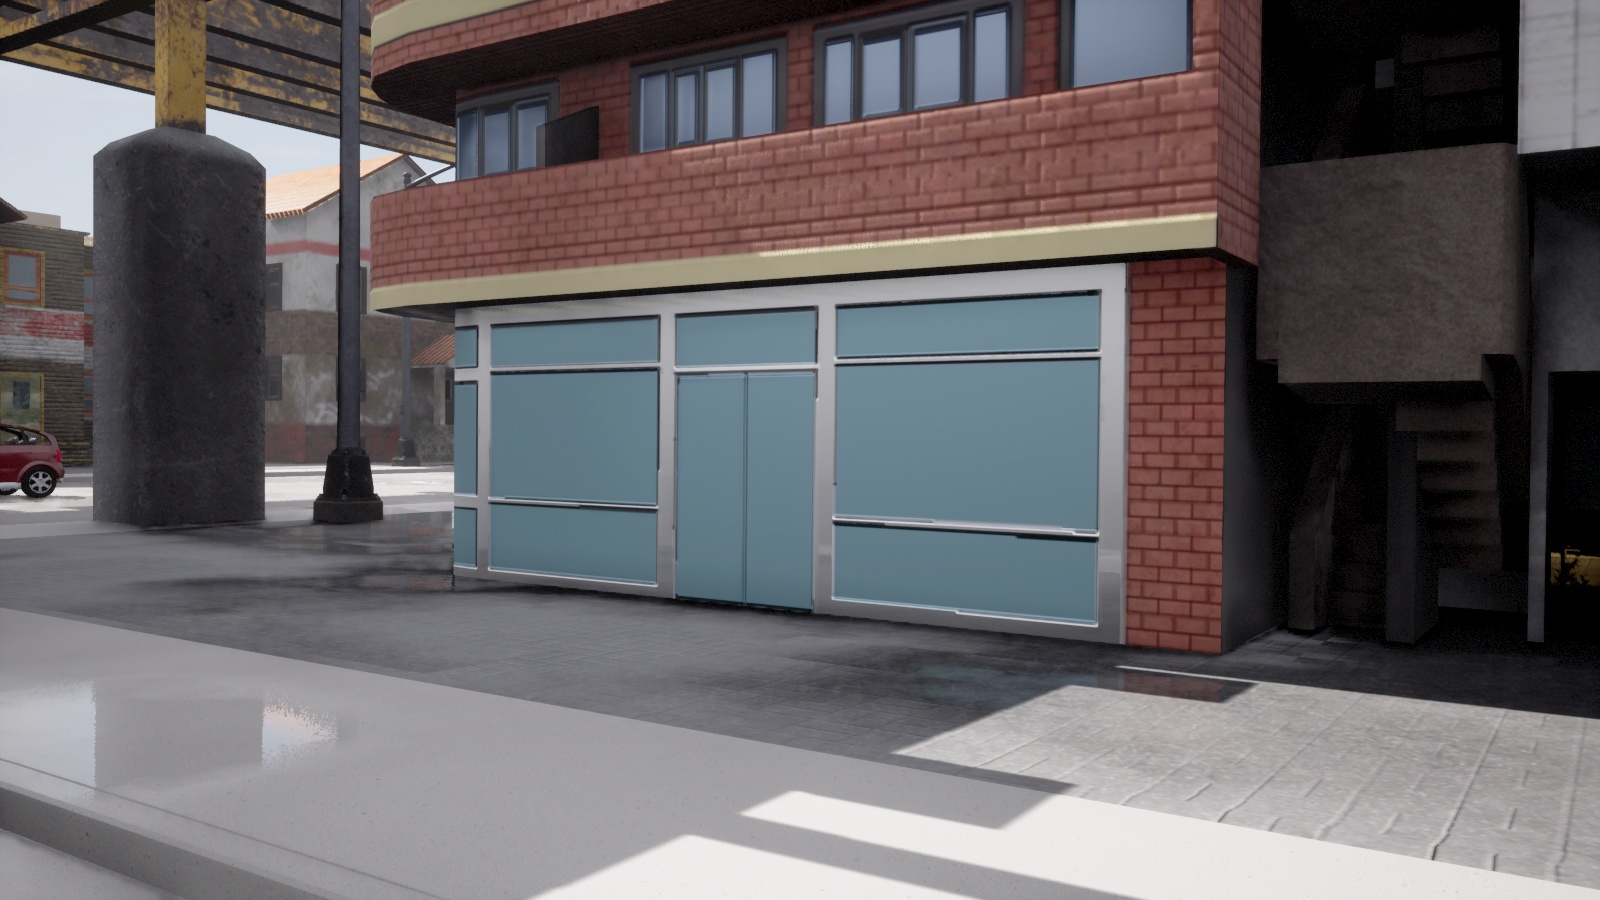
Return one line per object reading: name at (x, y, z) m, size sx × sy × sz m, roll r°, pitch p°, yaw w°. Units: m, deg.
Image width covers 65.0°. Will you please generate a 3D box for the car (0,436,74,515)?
car at (-16.831, 0.521, 24.977) m, size 1.789 × 1.549 × 3.705 m, roll 0°, pitch 1°, yaw 33°
